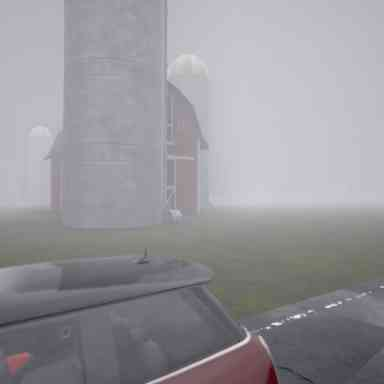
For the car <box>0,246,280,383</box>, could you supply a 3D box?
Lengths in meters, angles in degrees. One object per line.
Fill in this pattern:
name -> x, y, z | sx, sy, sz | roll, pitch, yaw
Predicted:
car -> -1.541, 1.348, 1.966 | 4.553, 1.767, 2.097 | 0, 0, -36
